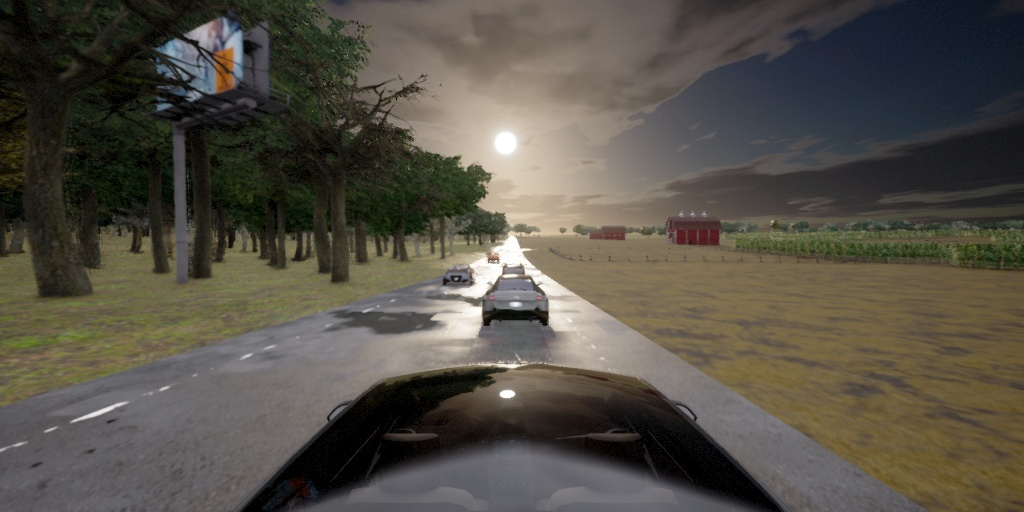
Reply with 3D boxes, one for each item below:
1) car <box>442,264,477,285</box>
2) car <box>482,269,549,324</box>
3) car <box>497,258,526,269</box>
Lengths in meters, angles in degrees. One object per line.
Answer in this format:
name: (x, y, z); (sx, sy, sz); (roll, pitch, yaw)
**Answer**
car: (-3.592, 1.260, 25.091); (1.994, 1.385, 4.181); (0, 0, 0)
car: (0.101, 1.295, 11.845); (1.994, 1.385, 4.181); (0, 0, 0)
car: (0.105, 1.165, 29.367); (2.128, 1.511, 4.902); (0, 0, 0)
